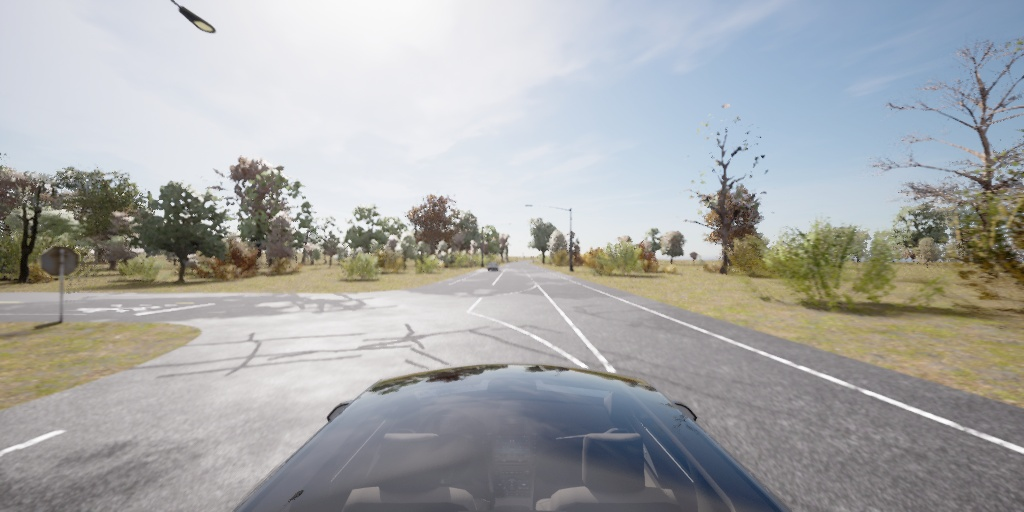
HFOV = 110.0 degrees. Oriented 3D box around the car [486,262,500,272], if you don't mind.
[{"bbox_3d":[-3.128,1.832,59.276,1.837,1.490,4.892,0,0,0],"label":"car"}]
